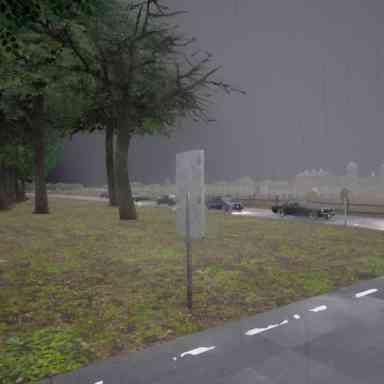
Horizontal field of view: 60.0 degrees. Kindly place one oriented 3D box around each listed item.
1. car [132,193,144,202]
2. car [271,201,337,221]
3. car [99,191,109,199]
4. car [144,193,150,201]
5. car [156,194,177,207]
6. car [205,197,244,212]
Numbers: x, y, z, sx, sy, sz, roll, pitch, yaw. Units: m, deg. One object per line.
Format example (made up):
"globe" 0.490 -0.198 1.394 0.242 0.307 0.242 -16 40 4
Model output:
"car" -9.659 0.772 50.718 1.882 1.535 5.008 -1 1 -35
"car" 8.484 1.354 25.502 1.895 1.301 4.718 -1 2 -36
"car" -16.480 0.603 65.104 2.033 1.411 5.357 -1 1 -36
"car" -8.568 0.784 54.151 1.994 1.385 4.181 -1 1 -35
"car" -2.719 0.980 41.045 1.812 1.442 4.674 -1 2 -36
"car" 3.148 1.168 32.910 1.994 1.385 4.181 -1 2 -35
